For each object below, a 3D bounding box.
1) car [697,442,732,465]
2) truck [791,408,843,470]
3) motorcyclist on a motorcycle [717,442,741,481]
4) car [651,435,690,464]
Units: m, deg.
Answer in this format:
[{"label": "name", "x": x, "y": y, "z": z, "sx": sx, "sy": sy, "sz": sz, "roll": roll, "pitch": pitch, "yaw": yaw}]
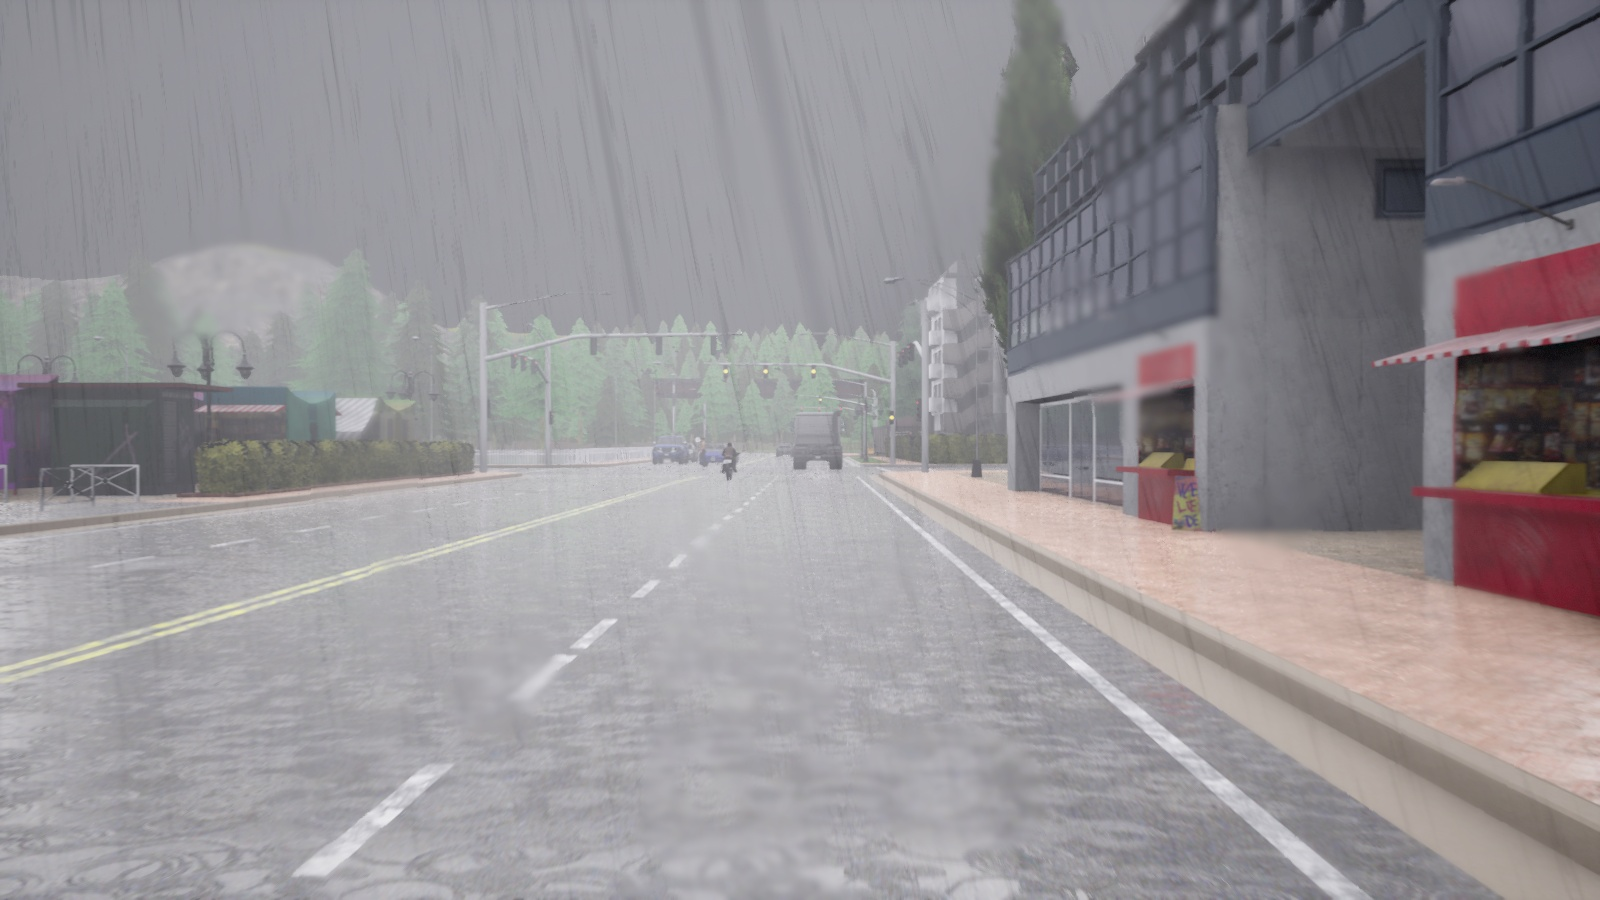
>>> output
[{"label": "car", "x": -5.809, "y": 0.203, "z": 86.090, "sx": 2.007, "sy": 1.525, "sz": 4.514, "roll": 0, "pitch": 0, "yaw": 1}, {"label": "truck", "x": 1.021, "y": -0.650, "z": 73.709, "sx": 2.891, "sy": 3.462, "sz": 7.936, "roll": 0, "pitch": 0, "yaw": 1}, {"label": "motorcyclist on a motorcycle", "x": -2.813, "y": 0.446, "z": 49.688, "sx": 0.797, "sy": 1.523, "sz": 2.044, "roll": 0, "pitch": 0, "yaw": 1}, {"label": "car", "x": -9.258, "y": -0.050, "z": 89.906, "sx": 2.150, "sy": 2.045, "sz": 5.566, "roll": 0, "pitch": 0, "yaw": 1}]
